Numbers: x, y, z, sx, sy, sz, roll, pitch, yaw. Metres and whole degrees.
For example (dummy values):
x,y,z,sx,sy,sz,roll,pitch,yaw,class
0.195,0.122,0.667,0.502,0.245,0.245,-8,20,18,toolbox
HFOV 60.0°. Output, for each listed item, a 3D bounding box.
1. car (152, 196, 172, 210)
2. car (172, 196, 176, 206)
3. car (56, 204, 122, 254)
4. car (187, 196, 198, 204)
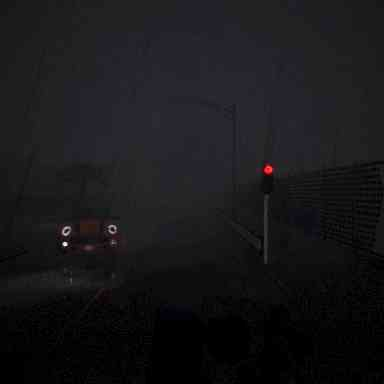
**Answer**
x,y,z,sx,sy,sz,roll,pitch,yaw,class
-4.029,1.564,43.385,1.994,1.385,4.181,0,0,0,car
-4.006,1.478,53.457,1.882,1.535,5.008,0,0,0,car
-4.067,1.352,13.682,2.097,1.767,4.553,0,0,-14,car
0.102,1.505,63.183,1.837,1.490,4.892,0,0,0,car
